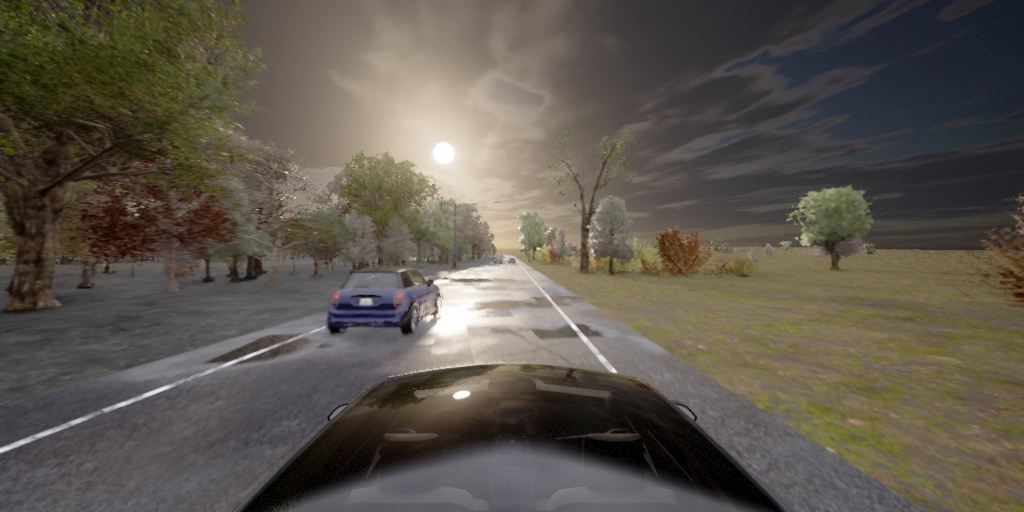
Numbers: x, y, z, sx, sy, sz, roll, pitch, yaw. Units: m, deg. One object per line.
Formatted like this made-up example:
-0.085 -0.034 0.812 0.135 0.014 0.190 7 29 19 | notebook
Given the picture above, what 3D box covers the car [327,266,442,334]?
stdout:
-3.500 1.104 10.733 2.097 1.767 4.553 0 0 0 | car
